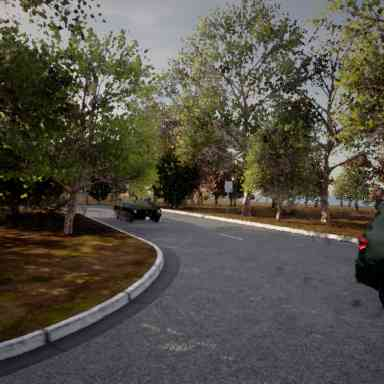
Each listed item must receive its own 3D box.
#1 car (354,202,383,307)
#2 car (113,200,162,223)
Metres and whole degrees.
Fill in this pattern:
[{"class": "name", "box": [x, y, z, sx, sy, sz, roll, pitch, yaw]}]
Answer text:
[{"class": "car", "box": [5.155, 1.208, 4.643, 2.150, 2.045, 5.566, 0, 1, -28]}, {"class": "car", "box": [-3.558, 1.177, 21.194, 1.895, 1.301, 4.718, 1, 0, -27]}]
